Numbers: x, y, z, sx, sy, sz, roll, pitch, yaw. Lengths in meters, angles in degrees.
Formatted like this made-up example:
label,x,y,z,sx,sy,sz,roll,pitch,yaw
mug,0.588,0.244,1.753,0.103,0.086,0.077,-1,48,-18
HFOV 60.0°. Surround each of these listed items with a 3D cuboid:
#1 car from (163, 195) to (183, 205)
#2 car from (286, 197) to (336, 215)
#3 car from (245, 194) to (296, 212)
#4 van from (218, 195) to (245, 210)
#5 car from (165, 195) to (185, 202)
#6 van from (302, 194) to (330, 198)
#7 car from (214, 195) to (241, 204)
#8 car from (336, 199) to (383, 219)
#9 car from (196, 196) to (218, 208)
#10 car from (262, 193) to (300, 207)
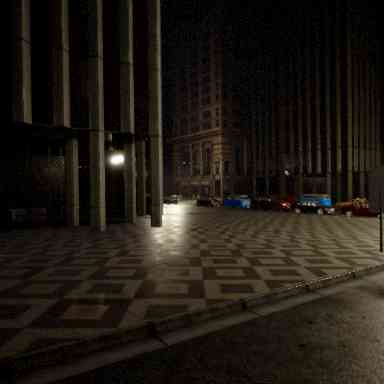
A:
label,x,y,z,sx,sy,sz,roll,pitch,yaw
car,-4.055,1.439,55.786,2.008,1.369,4.403,-1,1,-36
car,12.100,1.549,33.375,2.008,1.369,4.403,-1,1,-36
car,8.867,1.290,37.855,2.192,1.841,5.009,-1,1,-36
van,5.636,1.294,42.338,1.690,1.788,3.998,-1,1,-36
car,-3.577,1.257,69.731,2.008,1.369,4.403,-1,1,-36
van,15.795,1.178,42.830,1.690,1.788,3.998,-1,1,-36
car,6.010,1.296,56.419,1.752,1.417,4.829,-1,1,-36
car,15.331,1.566,28.892,1.887,1.381,4.507,-1,1,-36
car,2.407,1.371,46.820,1.967,1.590,4.097,-1,1,-36
car,12.565,1.130,47.313,2.192,1.841,5.009,-1,1,-36
